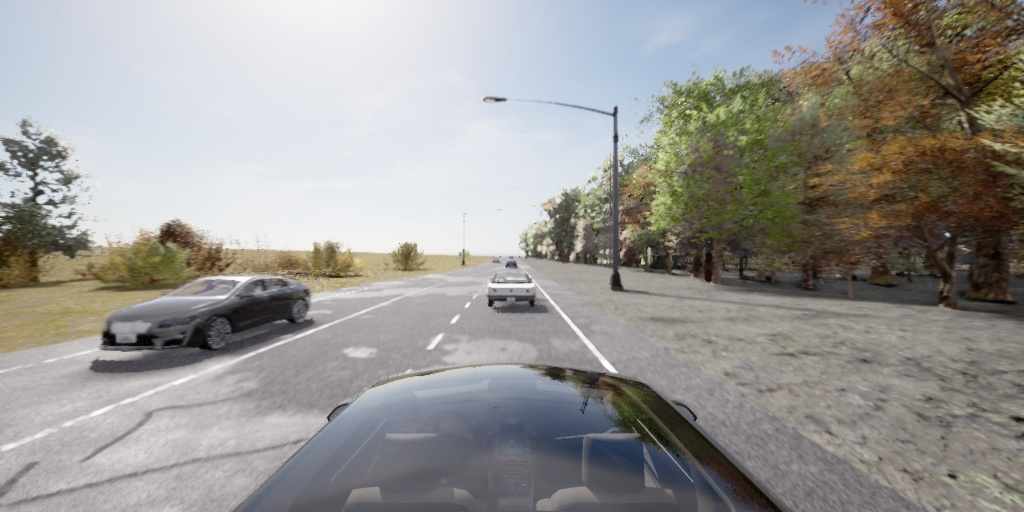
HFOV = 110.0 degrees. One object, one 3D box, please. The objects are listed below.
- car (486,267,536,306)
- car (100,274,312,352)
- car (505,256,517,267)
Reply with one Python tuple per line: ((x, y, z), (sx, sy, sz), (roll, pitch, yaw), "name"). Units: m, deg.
((-0.033, 1.325, 15.567), (1.895, 1.301, 4.718), (0, 0, 0), "car")
((-7.031, 1.229, 8.986), (2.128, 1.511, 4.902), (0, 0, 0), "car")
((-0.135, 1.145, 58.999), (1.812, 1.442, 4.674), (0, 0, 0), "car")
